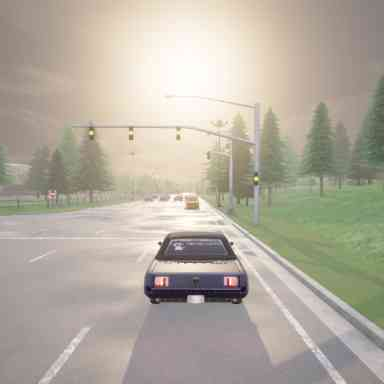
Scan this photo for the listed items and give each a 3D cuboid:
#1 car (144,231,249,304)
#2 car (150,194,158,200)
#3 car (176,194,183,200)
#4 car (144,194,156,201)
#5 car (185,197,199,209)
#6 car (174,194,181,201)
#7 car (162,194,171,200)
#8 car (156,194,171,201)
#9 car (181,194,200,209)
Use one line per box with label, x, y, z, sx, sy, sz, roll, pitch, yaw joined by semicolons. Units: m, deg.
car;0.092;1.601;8.078;1.895;1.301;4.718;0;0;0
car;-10.355;1.332;90.802;1.837;1.490;4.892;0;0;0
car;-3.355;1.357;90.791;1.812;1.442;4.674;0;0;0
car;-10.372;1.531;80.382;2.033;1.411;5.357;0;0;0
car;0.009;1.576;49.746;2.033;1.411;5.357;-1;1;1
car;-3.371;1.545;80.788;1.994;1.385;4.181;0;0;0
car;-6.855;1.372;90.797;2.033;1.411;5.357;0;0;0
car;-6.872;1.531;80.377;2.033;1.411;5.357;0;0;0
car;-0.063;1.088;46.247;1.882;1.535;5.008;-3;17;-3
